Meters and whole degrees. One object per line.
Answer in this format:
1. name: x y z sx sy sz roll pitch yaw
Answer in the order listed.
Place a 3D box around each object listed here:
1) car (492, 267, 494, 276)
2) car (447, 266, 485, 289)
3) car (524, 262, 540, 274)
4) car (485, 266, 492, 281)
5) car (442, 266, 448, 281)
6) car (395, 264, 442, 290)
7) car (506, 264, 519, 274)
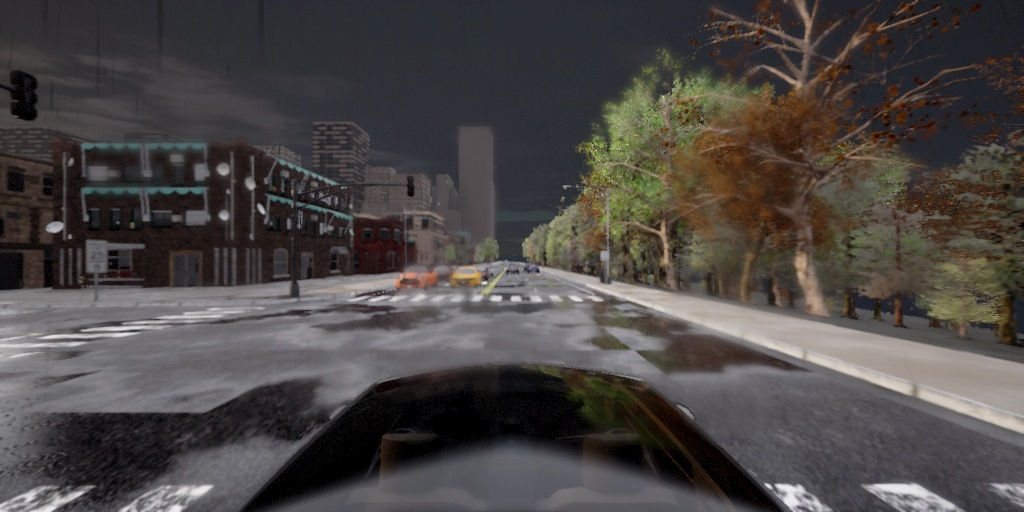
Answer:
1. car: -3.328 1.964 46.902 1.895 1.301 4.718 0 -1 0
2. car: -3.344 1.573 27.088 1.882 1.535 5.008 0 -1 0
3. car: 3.365 2.025 57.023 1.812 1.442 4.674 0 -1 0
4. car: -3.342 1.755 36.978 1.812 1.442 4.674 0 -1 0
5. car: -6.591 1.671 34.311 1.882 1.535 5.008 0 -1 0
6. car: -6.594 1.424 25.300 2.097 1.767 4.553 0 -1 0
7. car: 0.107 2.064 57.061 1.994 1.385 4.181 0 -1 0
